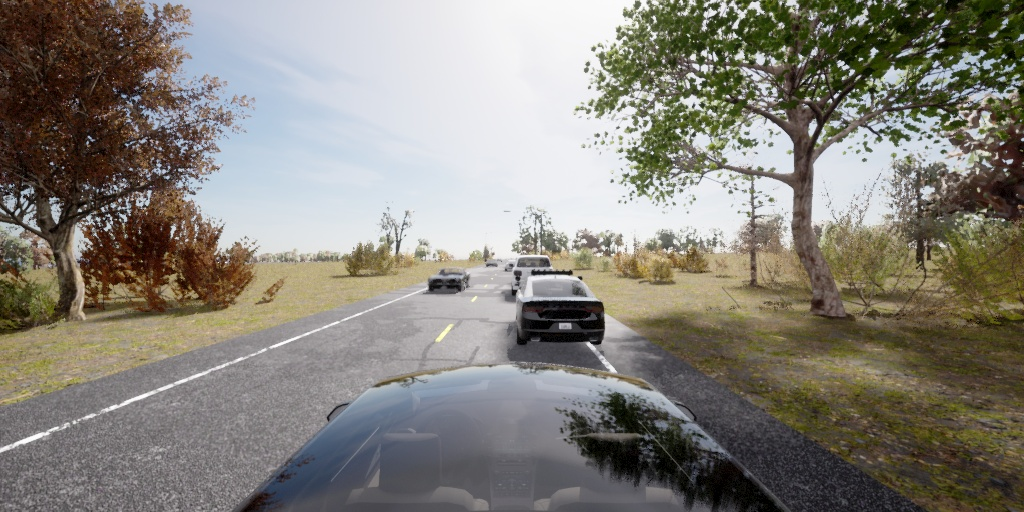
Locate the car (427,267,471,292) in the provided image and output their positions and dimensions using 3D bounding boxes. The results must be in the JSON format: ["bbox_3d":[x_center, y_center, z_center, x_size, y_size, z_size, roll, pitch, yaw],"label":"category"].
[{"bbox_3d":[-3.599,1.355,21.151,1.895,1.301,4.718,0,0,0],"label":"car"}]

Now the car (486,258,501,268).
[{"bbox_3d":[-3.562,1.324,63.670,1.994,1.385,4.181,0,0,0],"label":"car"}]

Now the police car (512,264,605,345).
[{"bbox_3d":[1.051,1.177,9.648,1.930,1.638,5.238,0,0,0],"label":"police car"}]

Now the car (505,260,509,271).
[{"bbox_3d":[0.040,1.283,48.268,1.812,1.442,4.674,0,0,1],"label":"car"}]

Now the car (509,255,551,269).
[{"bbox_3d":[1.051,0.978,19.569,2.150,2.045,5.566,0,0,0],"label":"car"}]
